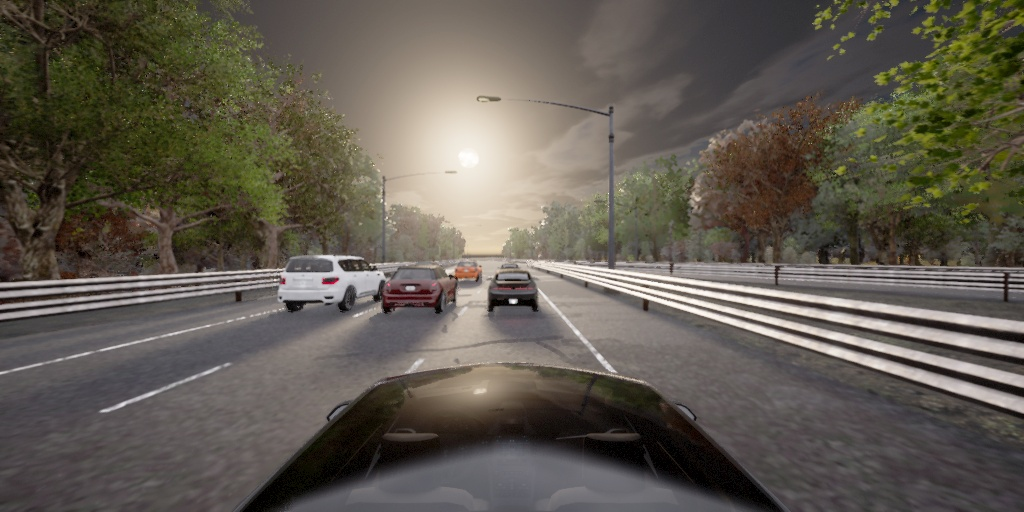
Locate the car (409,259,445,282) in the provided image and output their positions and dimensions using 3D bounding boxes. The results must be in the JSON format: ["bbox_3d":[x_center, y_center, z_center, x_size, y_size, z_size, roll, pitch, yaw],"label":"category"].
[{"bbox_3d":[-7.217,1.194,30.934,2.097,1.767,4.553,0,0,-1],"label":"car"}]

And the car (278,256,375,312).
[{"bbox_3d":[-6.972,1.007,14.594,2.150,2.045,5.566,0,0,0],"label":"car"}]

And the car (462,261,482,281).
[{"bbox_3d":[-3.717,1.193,30.970,2.097,1.767,4.553,0,0,-1],"label":"car"}]

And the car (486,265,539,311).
[{"bbox_3d":[0.024,1.289,14.603,1.837,1.490,4.892,0,0,0],"label":"car"}]

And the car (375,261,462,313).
[{"bbox_3d":[-3.475,1.136,14.339,2.097,1.767,4.553,0,0,0],"label":"car"}]

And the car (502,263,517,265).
[{"bbox_3d":[-0.221,1.346,31.329,1.837,1.490,4.892,0,0,-1],"label":"car"}]
